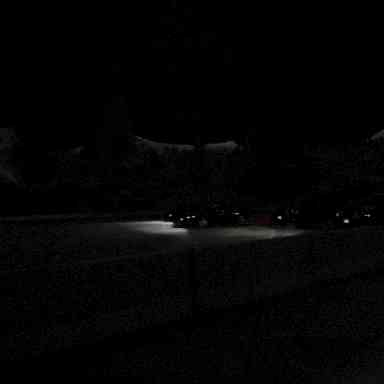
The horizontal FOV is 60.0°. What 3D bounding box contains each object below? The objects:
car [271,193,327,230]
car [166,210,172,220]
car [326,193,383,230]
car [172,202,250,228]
[{"bbox_3d":[7.552,1.117,20.730,5.566,2.045,2.150,0,0,-28],"label":"car"},{"bbox_3d":[0.202,1.462,24.593,4.181,1.385,1.994,0,0,-30],"label":"car"},{"bbox_3d":[10.324,1.120,18.259,5.566,2.045,2.150,0,0,-28],"label":"car"},{"bbox_3d":[1.477,1.413,21.301,4.892,1.490,1.837,0,0,-30],"label":"car"}]
